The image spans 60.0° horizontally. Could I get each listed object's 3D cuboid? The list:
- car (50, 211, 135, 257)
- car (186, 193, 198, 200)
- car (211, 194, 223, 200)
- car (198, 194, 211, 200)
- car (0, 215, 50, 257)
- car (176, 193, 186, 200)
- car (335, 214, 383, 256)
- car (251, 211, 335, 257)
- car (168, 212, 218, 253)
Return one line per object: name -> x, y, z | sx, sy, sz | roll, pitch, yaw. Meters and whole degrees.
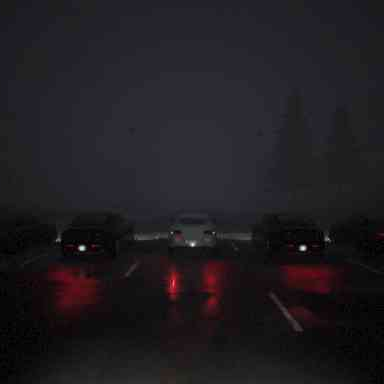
car -> -3.459, 1.508, 12.946 | 1.837, 1.490, 4.892 | 0, 0, 1
car -> 0.018, 1.603, 93.932 | 1.895, 1.301, 4.718 | 0, 0, 2
car -> 7.000, 1.532, 92.913 | 1.812, 1.442, 4.674 | 0, 0, 2
car -> 3.505, 1.363, 93.271 | 2.097, 1.767, 4.553 | 0, 0, 2
car -> -6.958, 1.567, 13.020 | 1.994, 1.385, 4.181 | 0, 0, 1
car -> -3.488, 1.559, 93.576 | 1.994, 1.385, 4.181 | 0, 0, 2
car -> 7.042, 1.566, 13.057 | 1.994, 1.385, 4.181 | 0, 0, 1
car -> 3.540, 1.508, 12.952 | 1.837, 1.490, 4.892 | 0, 0, 1
car -> 0.047, 1.527, 13.600 | 1.812, 1.442, 4.674 | 0, 0, 1
